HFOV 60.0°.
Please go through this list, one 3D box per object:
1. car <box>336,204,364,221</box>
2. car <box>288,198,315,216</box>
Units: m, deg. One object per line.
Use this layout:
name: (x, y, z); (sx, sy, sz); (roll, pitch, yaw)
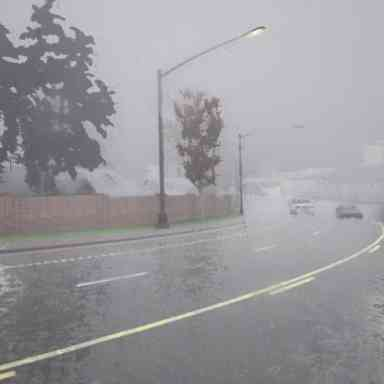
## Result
car: (14.565, 1.850, 30.990); (2.033, 1.411, 5.357); (-1, -1, 18)
car: (12.900, 1.703, 38.938); (2.150, 2.045, 5.566); (-1, -1, 11)
